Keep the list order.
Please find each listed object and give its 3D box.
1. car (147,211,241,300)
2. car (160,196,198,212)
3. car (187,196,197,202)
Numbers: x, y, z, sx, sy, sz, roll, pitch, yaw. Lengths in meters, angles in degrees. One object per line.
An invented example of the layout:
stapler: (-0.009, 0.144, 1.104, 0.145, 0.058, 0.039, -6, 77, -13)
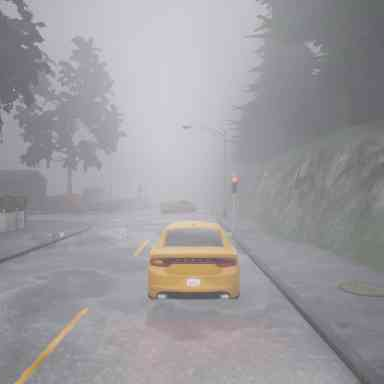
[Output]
car: (0.050, 1.478, 8.484, 1.882, 1.535, 5.008, 0, 0, 1)
car: (-1.266, 1.477, 33.961, 1.882, 1.535, 5.008, 1, 1, 32)
car: (0.017, 1.507, 71.017, 1.895, 1.301, 4.718, 0, 0, 0)
